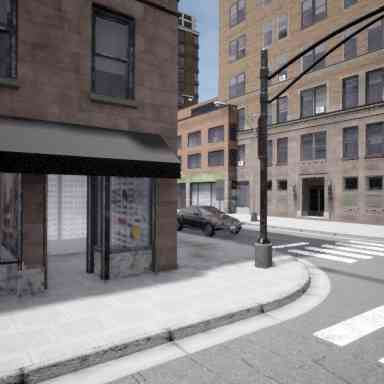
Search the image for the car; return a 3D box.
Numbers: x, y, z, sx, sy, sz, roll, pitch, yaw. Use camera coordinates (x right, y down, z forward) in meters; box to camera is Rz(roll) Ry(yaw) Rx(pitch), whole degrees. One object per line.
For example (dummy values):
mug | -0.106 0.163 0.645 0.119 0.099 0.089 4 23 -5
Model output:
car | 0.651 1.445 17.944 1.812 1.442 4.674 0 0 -34
